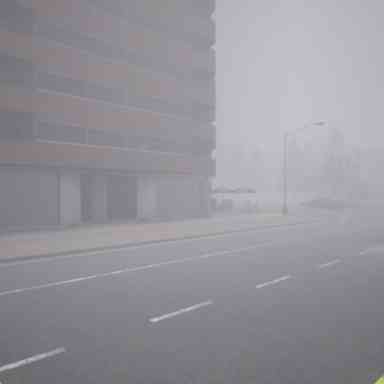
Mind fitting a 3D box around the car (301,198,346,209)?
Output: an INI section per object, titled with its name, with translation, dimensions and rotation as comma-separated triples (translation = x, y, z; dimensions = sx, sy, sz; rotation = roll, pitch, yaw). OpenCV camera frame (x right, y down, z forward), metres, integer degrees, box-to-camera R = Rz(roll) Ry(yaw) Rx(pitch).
[car]
translation = 16.640, 1.427, 42.278
dimensions = 2.033, 1.411, 5.357
rotation = 0, 0, -42
